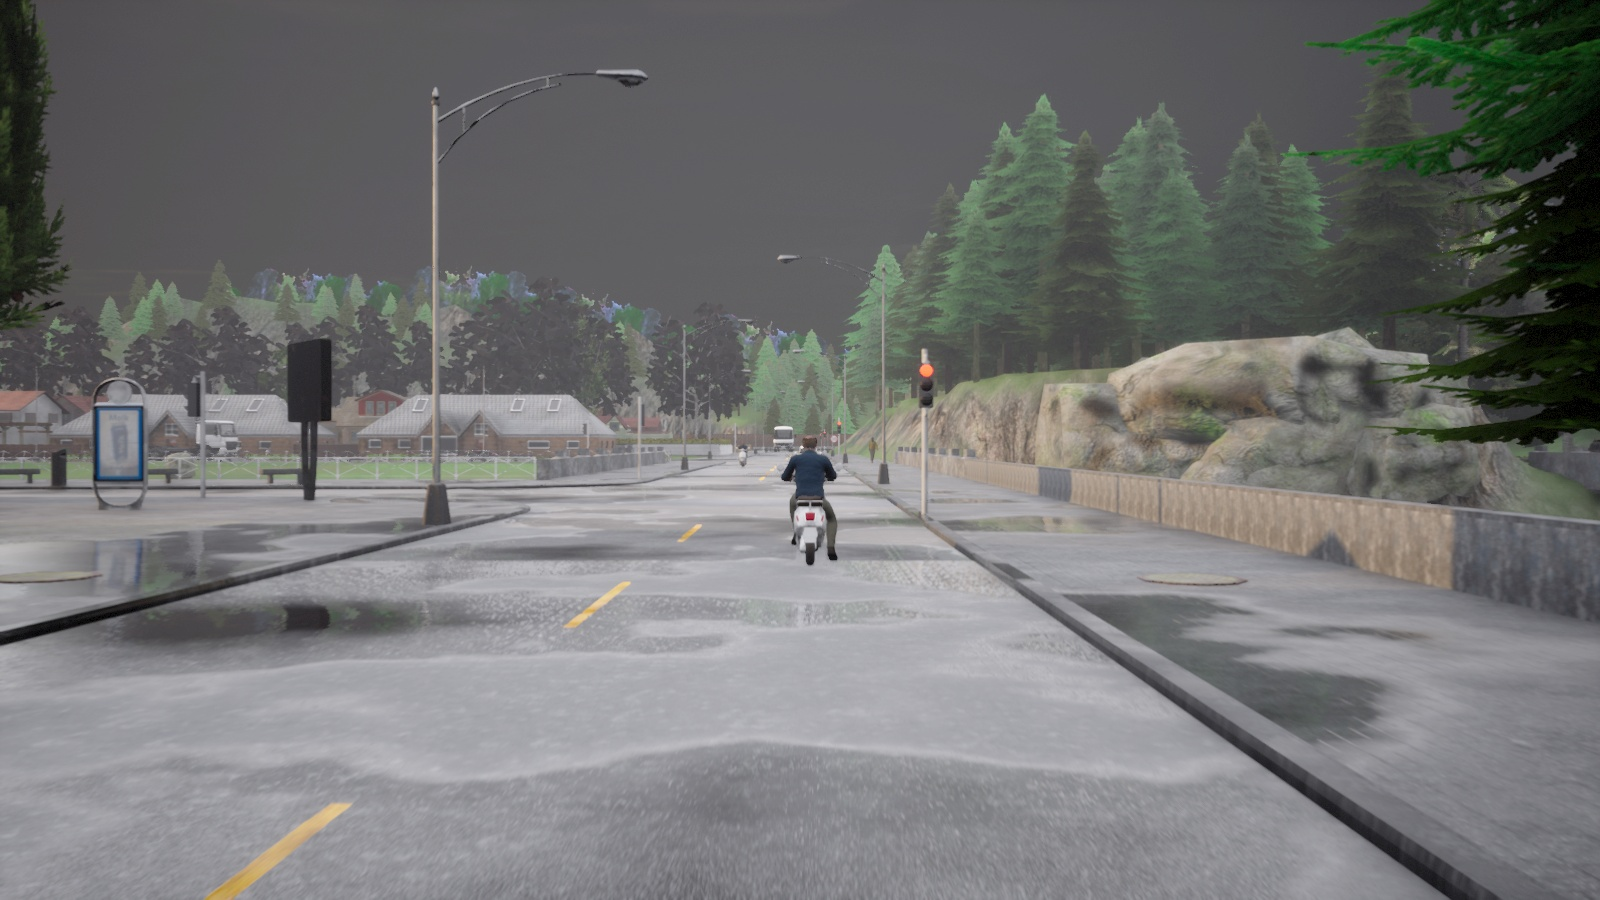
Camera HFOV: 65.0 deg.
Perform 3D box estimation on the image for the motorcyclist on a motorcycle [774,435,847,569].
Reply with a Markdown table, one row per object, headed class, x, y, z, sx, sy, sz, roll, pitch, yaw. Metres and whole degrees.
| class | x | y | z | sx | sy | sz | roll | pitch | yaw |
| --- | --- | --- | --- | --- | --- | --- | --- | --- | --- |
| motorcyclist on a motorcycle | 0.121 | 0.610 | 15.843 | 0.866 | 1.590 | 1.817 | 0 | 1 | 0 |
